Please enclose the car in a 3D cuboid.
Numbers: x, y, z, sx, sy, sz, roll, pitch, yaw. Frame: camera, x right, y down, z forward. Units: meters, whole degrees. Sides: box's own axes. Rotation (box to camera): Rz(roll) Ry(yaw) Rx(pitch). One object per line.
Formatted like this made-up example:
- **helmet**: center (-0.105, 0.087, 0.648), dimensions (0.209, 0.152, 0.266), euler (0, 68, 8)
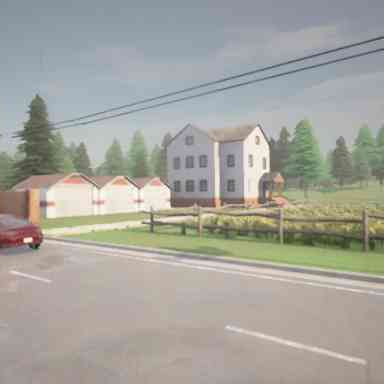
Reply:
- **car**: center (-8.062, 1.669, 13.914), dimensions (4.674, 1.442, 1.812), euler (0, 0, 36)
